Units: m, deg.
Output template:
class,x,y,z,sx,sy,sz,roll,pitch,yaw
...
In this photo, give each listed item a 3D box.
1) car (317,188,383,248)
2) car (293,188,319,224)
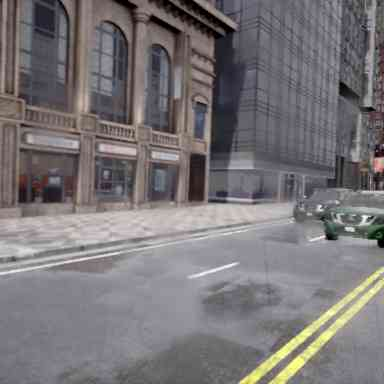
class,x,y,z,sx,sy,sz,roll,pitch,yaw
car,7.508,0.967,14.092,2.150,2.045,5.566,3,2,41
car,8.036,0.804,19.670,2.150,2.045,5.566,3,2,41
